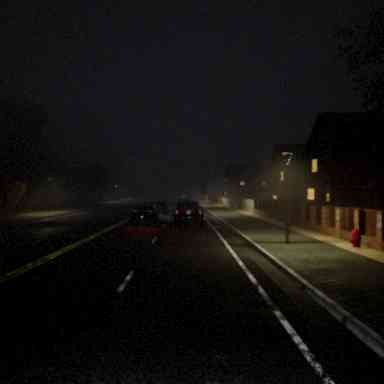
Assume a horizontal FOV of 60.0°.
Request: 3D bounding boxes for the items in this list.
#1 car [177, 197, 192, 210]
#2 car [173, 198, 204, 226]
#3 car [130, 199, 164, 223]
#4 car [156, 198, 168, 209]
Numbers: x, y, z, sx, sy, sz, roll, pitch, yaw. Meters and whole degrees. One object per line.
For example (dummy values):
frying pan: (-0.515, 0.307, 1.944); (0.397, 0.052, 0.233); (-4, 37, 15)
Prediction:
car: (-1.098, 1.547, 45.300); (1.882, 1.535, 5.008); (0, 0, -3)
car: (-0.271, 1.388, 24.096); (2.097, 1.767, 4.553); (0, 0, -1)
car: (-3.563, 1.537, 25.702); (2.128, 1.511, 4.902); (0, 0, -2)
car: (-4.378, 1.554, 45.813); (1.882, 1.535, 5.008); (0, 0, -3)
